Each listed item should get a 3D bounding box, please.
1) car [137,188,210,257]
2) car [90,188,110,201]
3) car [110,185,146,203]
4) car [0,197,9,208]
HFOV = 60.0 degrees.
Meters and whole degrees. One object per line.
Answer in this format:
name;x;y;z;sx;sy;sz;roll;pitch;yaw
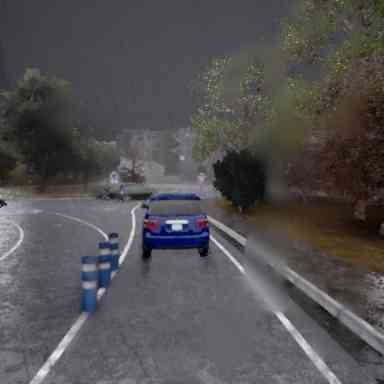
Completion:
car;-0.705;1.034;12.393;2.150;2.045;5.566;0;2;-6
car;-7.938;0.199;34.487;4.718;1.301;1.895;-2;4;-30
car;-5.247;0.063;32.694;4.553;1.767;2.097;-2;4;-32
car;-17.402;0.632;27.034;5.357;1.411;2.033;2;4;24
